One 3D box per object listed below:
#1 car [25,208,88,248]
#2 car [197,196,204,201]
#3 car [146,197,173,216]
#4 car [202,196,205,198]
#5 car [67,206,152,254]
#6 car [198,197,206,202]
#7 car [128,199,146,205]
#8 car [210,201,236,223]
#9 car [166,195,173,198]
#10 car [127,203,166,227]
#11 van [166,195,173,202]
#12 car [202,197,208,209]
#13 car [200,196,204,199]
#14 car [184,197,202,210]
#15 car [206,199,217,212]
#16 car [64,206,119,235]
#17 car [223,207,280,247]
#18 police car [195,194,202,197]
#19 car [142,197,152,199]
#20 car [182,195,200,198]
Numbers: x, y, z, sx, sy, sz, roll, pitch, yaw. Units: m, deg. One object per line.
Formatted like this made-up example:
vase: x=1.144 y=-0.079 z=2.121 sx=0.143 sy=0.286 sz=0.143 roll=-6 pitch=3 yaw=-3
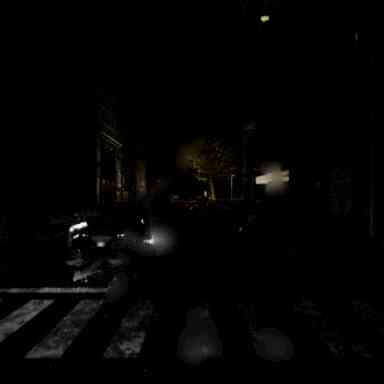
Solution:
car: x=-5.807 y=1.604 z=14.914 sx=2.008 sy=1.369 sz=4.403 roll=0 pitch=0 yaw=0
car: x=2.472 y=1.875 z=94.205 sx=1.752 sy=1.417 sz=4.829 roll=0 pitch=0 yaw=0
car: x=-3.190 y=1.593 z=33.977 sx=1.882 sy=1.535 sz=5.008 roll=0 pitch=0 yaw=0
car: x=2.617 y=1.681 z=46.602 sx=1.752 sy=1.417 sz=4.829 roll=0 pitch=0 yaw=0
car: x=-3.140 y=1.539 z=13.887 sx=2.128 sy=1.511 sz=4.902 roll=0 pitch=0 yaw=0
car: x=2.500 y=1.847 z=83.455 sx=1.887 sy=1.381 sz=4.507 roll=0 pitch=0 yaw=0
car: x=-5.869 y=1.685 z=34.478 sx=1.947 sy=1.339 sz=4.313 roll=0 pitch=0 yaw=0
car: x=2.683 y=1.627 z=25.827 sx=1.887 sy=1.381 sz=4.507 roll=0 pitch=0 yaw=0
car: x=-6.007 y=1.830 z=77.784 sx=1.887 sy=1.381 sz=4.507 roll=0 pitch=0 yaw=0
car: x=-3.171 y=1.681 z=23.795 sx=1.895 sy=1.301 sz=4.718 roll=0 pitch=0 yaw=0
van: x=-6.043 y=1.673 z=88.611 sx=1.690 sy=1.788 sz=3.998 roll=0 pitch=0 yaw=0
car: x=2.634 y=1.687 z=41.143 sx=2.008 sy=1.369 sz=4.403 roll=0 pitch=0 yaw=0
car: x=2.601 y=1.741 z=51.722 sx=1.947 sy=1.339 sz=4.313 roll=0 pitch=0 yaw=0
car: x=-0.037 y=1.750 z=44.233 sx=1.895 sy=1.301 sz=4.718 roll=0 pitch=0 yaw=0
car: x=2.666 y=1.652 z=31.271 sx=2.008 sy=1.369 sz=4.403 roll=0 pitch=0 yaw=0
car: x=-5.823 y=1.620 z=19.906 sx=2.008 sy=1.369 sz=4.403 roll=0 pitch=0 yaw=0
car: x=2.718 y=1.596 z=14.938 sx=2.008 sy=1.369 sz=4.403 roll=0 pitch=0 yaw=0
police car: x=2.151 y=1.668 z=69.125 sx=1.930 sy=1.638 sz=5.238 roll=0 pitch=0 yaw=0
car: x=-5.886 y=1.664 z=39.721 sx=1.752 sy=1.417 sz=4.829 roll=0 pitch=0 yaw=0
car: x=-0.163 y=1.678 z=54.162 sx=2.128 sy=1.511 sz=4.902 roll=0 pitch=0 yaw=0
